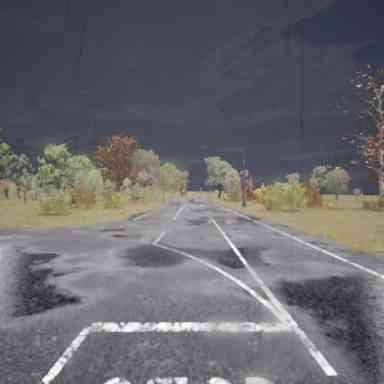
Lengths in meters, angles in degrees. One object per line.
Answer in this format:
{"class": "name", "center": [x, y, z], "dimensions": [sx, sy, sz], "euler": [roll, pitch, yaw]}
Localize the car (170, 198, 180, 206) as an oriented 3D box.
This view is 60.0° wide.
{"class": "car", "center": [-3.389, 2.015, 66.179], "dimensions": [1.882, 1.535, 5.008], "euler": [0, 0, 0]}
